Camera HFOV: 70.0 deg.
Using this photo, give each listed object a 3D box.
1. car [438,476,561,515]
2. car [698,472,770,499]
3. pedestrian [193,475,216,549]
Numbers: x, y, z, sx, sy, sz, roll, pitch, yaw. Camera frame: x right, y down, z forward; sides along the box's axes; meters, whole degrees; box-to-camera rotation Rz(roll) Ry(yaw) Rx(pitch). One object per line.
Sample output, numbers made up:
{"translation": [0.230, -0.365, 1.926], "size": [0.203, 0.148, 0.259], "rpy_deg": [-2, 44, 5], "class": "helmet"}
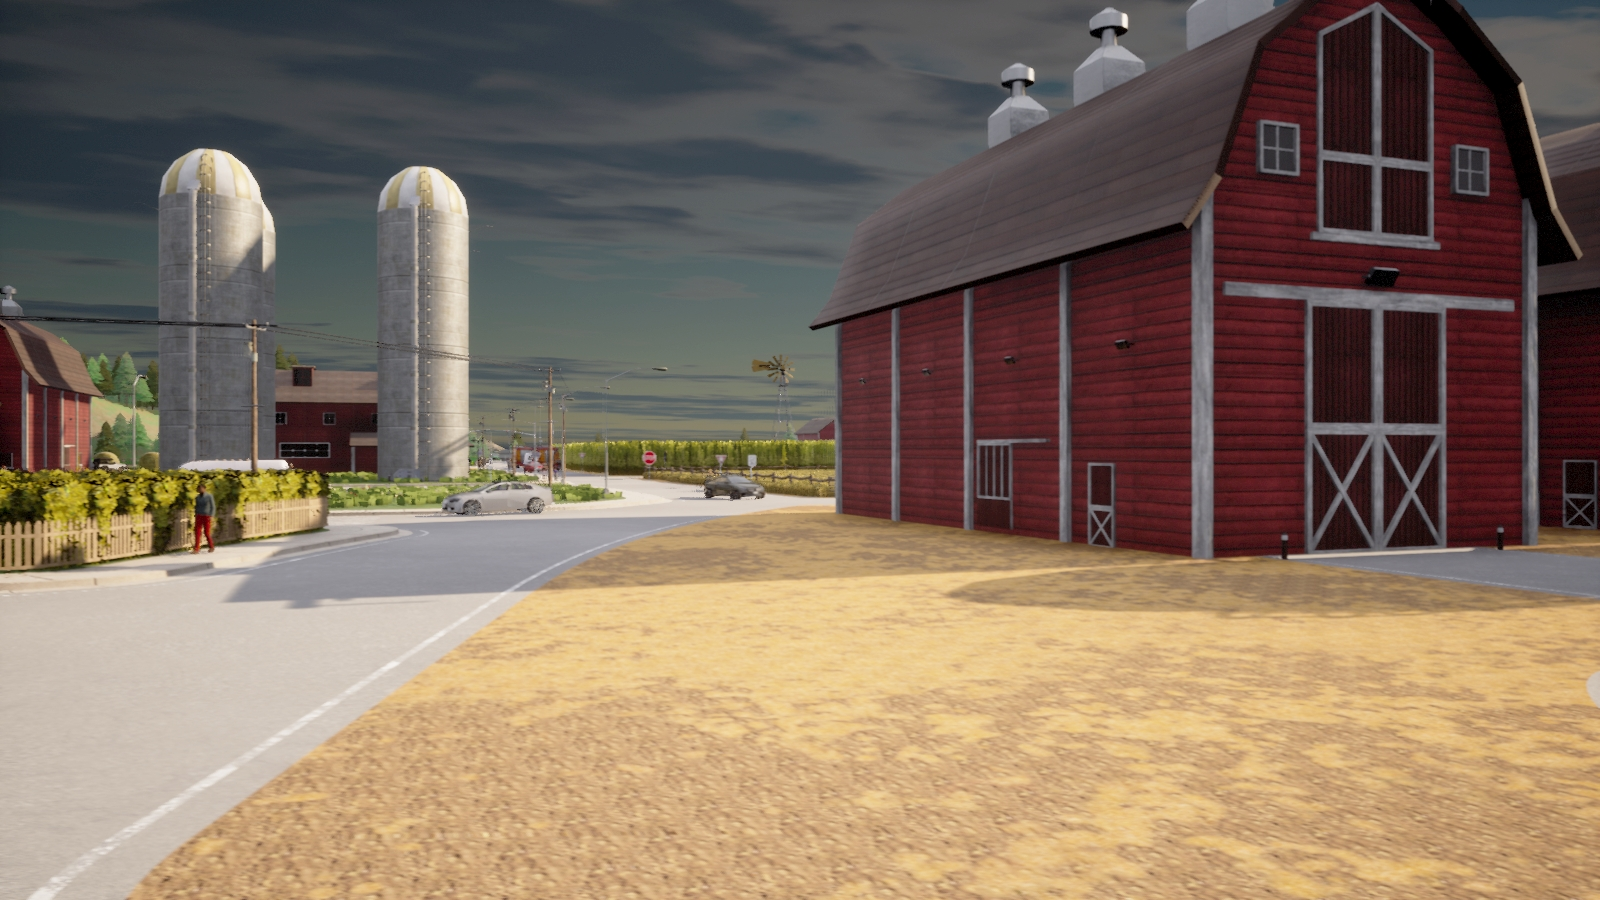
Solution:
{"translation": [-13.506, 2.011, 51.391], "size": [4.902, 1.511, 2.128], "rpy_deg": [-1, 0, -30], "class": "car"}
{"translation": [-3.954, 2.072, 67.658], "size": [2.002, 1.442, 4.674], "rpy_deg": [0, 0, -37], "class": "car"}
{"translation": [-15.123, 1.563, 29.035], "size": [0.375, 1.860, 0.375], "rpy_deg": [0, 0, 3], "class": "pedestrian"}
